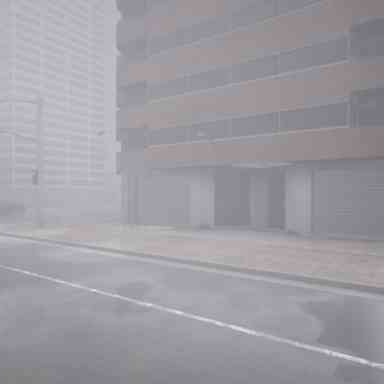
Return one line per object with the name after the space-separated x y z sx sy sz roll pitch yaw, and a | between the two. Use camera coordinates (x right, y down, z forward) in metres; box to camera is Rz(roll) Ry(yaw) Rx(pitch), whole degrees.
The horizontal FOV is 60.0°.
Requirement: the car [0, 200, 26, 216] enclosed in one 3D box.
-17.625 1.477 29.889 1.882 1.535 5.008 0 0 33 | car
